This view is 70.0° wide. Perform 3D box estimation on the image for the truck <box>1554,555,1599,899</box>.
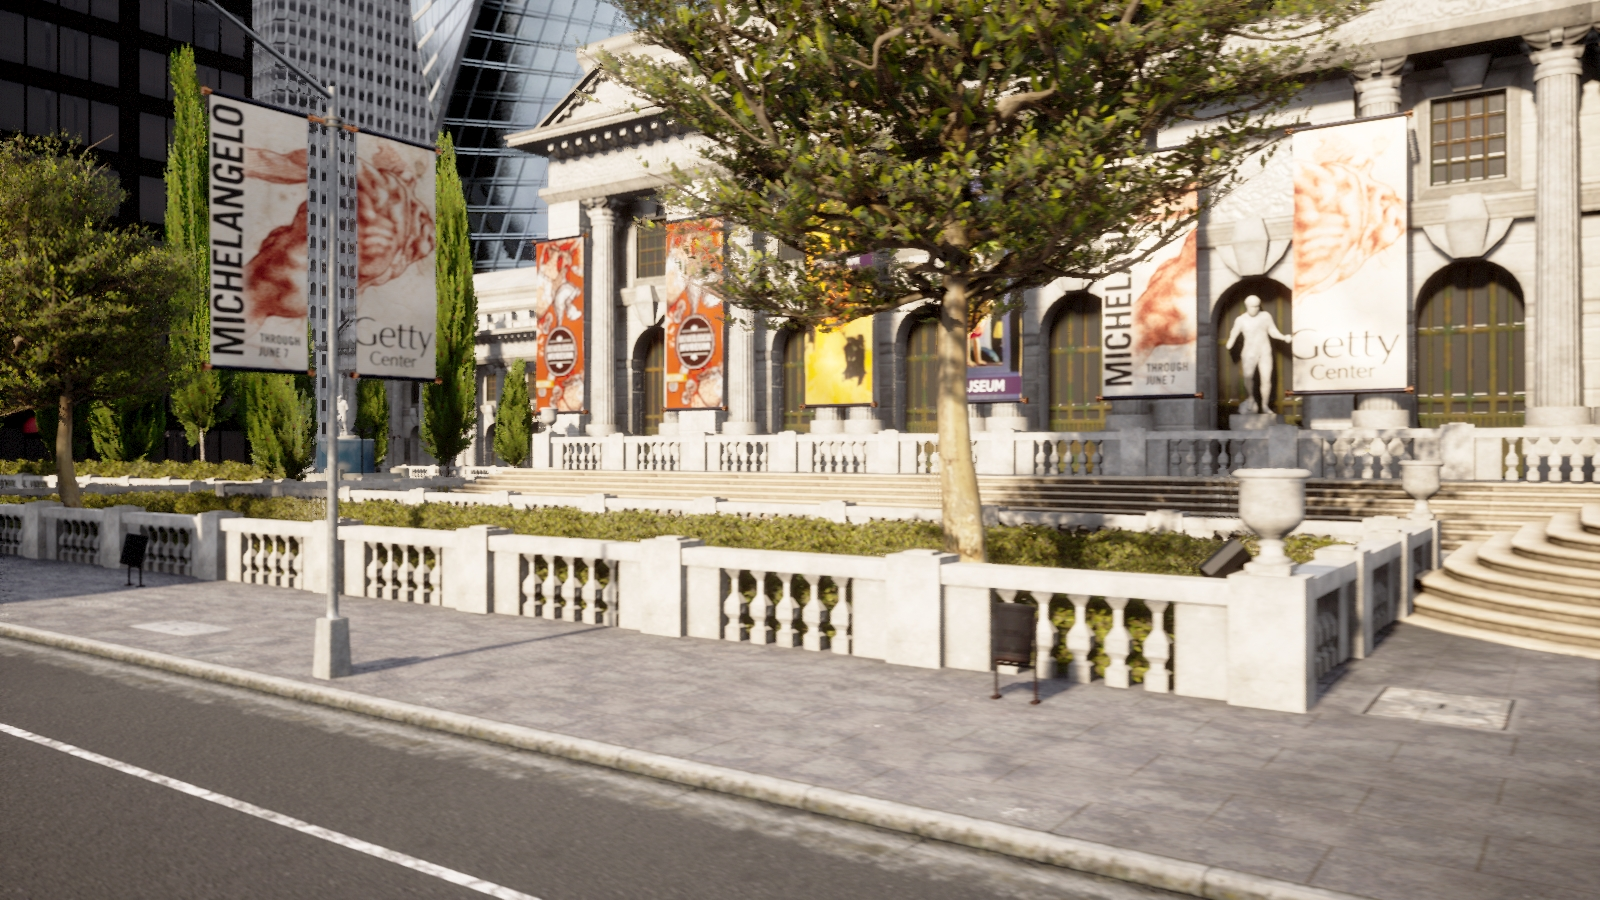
[{"bbox_3d":[3.870,1.567,1.073,5.204,2.467,2.627,0,0,35],"label":"truck"}]
